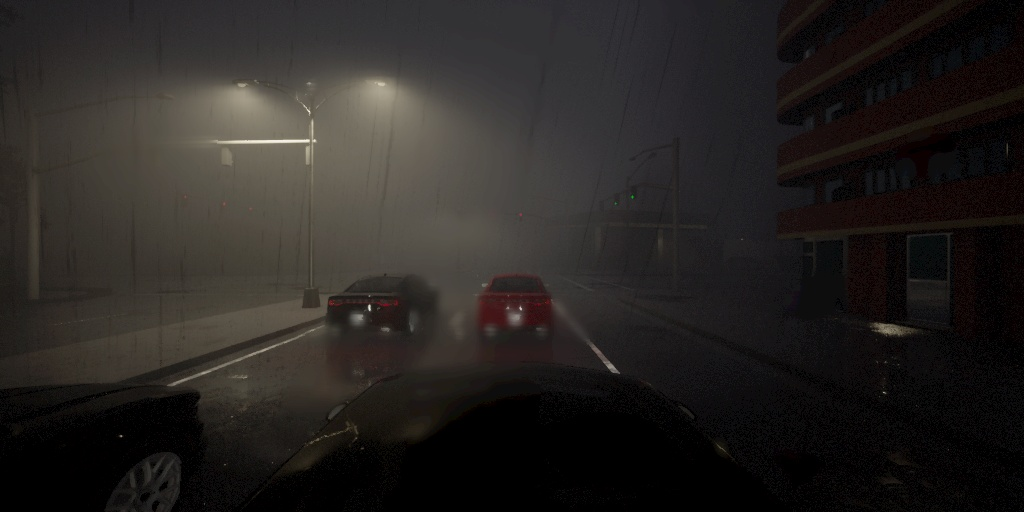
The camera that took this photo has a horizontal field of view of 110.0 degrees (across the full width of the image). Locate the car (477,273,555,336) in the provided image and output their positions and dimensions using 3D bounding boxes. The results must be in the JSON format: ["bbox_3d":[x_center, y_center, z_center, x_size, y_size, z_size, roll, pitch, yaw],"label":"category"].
[{"bbox_3d":[0.121,1.228,10.421,1.882,1.535,5.008,0,0,1],"label":"car"}]

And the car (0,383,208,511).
[{"bbox_3d":[-3.409,1.228,0.838,1.882,1.535,5.008,0,0,0],"label":"car"}]

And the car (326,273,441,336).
[{"bbox_3d":[-3.384,1.228,10.411,1.882,1.535,5.008,0,0,0],"label":"car"}]
